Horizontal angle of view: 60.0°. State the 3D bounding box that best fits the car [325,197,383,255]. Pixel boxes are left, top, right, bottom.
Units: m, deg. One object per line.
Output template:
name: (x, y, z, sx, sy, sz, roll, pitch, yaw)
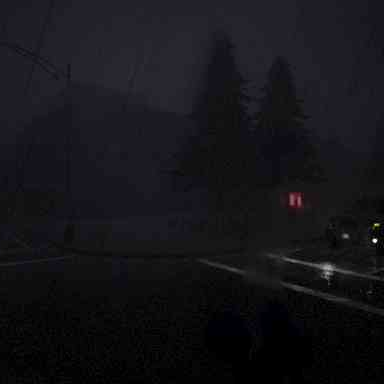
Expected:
car: (7.795, 1.248, 13.692, 5.566, 2.045, 2.150, 0, 0, -36)
